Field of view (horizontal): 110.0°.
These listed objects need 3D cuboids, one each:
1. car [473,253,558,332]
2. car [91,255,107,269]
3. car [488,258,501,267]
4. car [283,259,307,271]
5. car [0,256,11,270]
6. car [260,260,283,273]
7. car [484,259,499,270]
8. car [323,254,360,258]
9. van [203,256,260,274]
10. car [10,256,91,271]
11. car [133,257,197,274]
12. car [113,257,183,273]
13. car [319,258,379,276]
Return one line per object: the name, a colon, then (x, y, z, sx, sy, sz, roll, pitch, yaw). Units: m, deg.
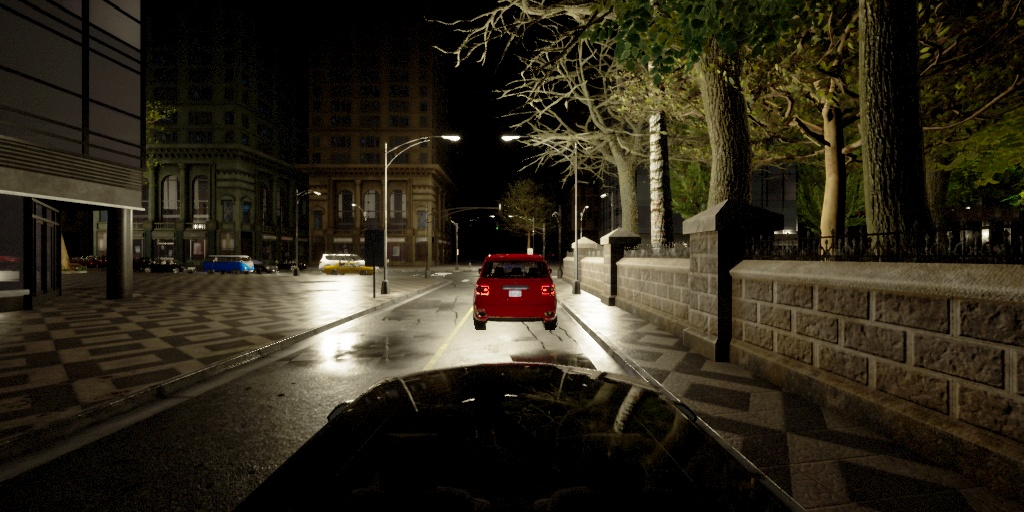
car: (0.097, 0.971, 11.043, 2.150, 2.045, 5.566, 0, 0, 0)
car: (-47.752, 0.807, 39.403, 4.718, 1.301, 1.895, 1, 0, 0)
car: (-3.069, 1.154, 64.068, 2.033, 1.411, 5.357, 0, 0, 0)
car: (-26.317, 1.065, 41.945, 4.313, 1.339, 1.948, 0, 0, 0)
car: (-48.831, 0.742, 33.547, 4.403, 1.370, 2.007, 0, 0, 0)
car: (-26.610, 1.043, 36.087, 5.357, 1.411, 2.033, 1, 0, 1)
car: (-3.126, 1.221, 54.034, 2.033, 1.411, 5.357, 0, 0, -4)
car: (-16.376, 0.830, 36.027, 5.566, 2.045, 2.150, 1, 0, 1)
van: (-26.356, 0.840, 33.419, 3.998, 1.789, 1.690, 0, 0, 0)
car: (-43.044, 0.799, 33.514, 4.829, 1.417, 1.751, 0, 0, 0)
car: (-31.974, 0.980, 33.451, 4.403, 1.370, 2.007, 0, 0, 0)
car: (-36.616, 0.858, 36.155, 4.902, 1.511, 2.128, 1, 0, 0)
car: (-14.945, 1.146, 33.354, 4.829, 1.417, 1.751, 0, 0, 0)
